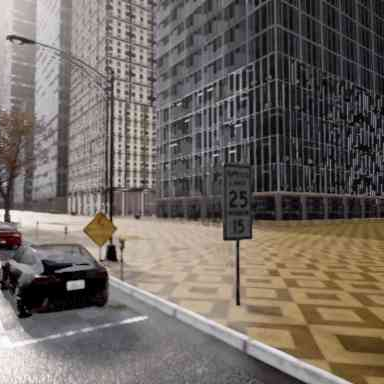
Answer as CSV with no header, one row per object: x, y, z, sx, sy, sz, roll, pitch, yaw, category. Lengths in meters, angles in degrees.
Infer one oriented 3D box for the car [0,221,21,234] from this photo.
-9.962,2.233,17.095,1.887,1.381,4.507,3,-4,-36,car

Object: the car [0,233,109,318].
-3.448,1.889,8.067,1.947,1.339,4.313,3,-4,-36,car

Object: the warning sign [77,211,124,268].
-3.268,1.609,11.858,1.300,1.860,1.060,1,-3,-36,warning sign
